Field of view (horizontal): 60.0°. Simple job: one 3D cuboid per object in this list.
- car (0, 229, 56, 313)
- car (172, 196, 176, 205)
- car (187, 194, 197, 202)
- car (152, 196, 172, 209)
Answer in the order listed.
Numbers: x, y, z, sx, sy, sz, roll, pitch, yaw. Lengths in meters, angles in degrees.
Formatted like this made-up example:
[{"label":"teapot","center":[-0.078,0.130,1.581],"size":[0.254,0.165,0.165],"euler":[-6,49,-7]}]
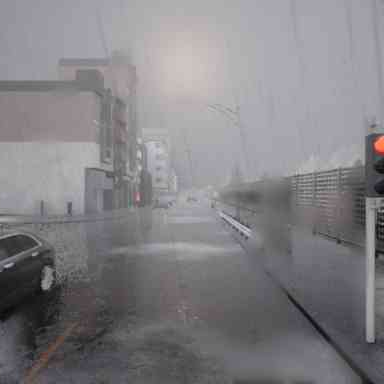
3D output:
[{"label":"car","center":[-4.101,1.505,5.947],"size":[1.837,1.490,4.892],"euler":[0,0,0]},{"label":"car","center":[-4.113,1.478,54.621],"size":[1.882,1.535,5.008],"euler":[0,0,0]},{"label":"car","center":[-0.038,1.355,76.657],"size":[2.097,1.767,4.553],"euler":[0,0,0]},{"label":"car","center":[-4.116,1.505,44.388],"size":[1.837,1.490,4.892],"euler":[0,0,0]}]
